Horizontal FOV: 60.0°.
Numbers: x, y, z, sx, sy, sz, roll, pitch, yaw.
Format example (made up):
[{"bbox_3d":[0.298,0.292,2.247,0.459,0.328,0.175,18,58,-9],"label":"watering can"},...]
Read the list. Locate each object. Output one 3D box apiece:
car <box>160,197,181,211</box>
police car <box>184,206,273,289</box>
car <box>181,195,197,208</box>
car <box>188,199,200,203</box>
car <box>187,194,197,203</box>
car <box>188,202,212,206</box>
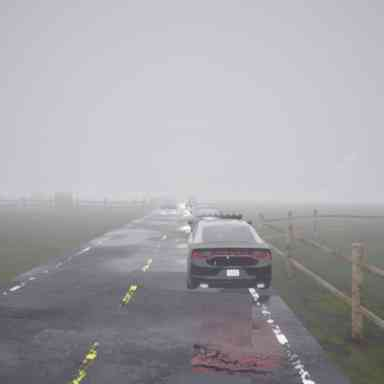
[{"bbox_3d":[-2.740,1.546,40.086,1.994,1.385,4.181,0,0,0],"label":"car"},{"bbox_3d":[0.826,1.421,9.277,1.930,1.638,5.238,0,0,0],"label":"police car"},{"bbox_3d":[0.038,1.526,45.719,2.033,1.411,5.357,0,0,1],"label":"car"},{"bbox_3d":[0.830,1.515,25.167,1.812,1.442,4.674,0,0,0],"label":"car"},{"bbox_3d":[0.016,1.315,66.887,2.097,1.767,4.553,0,0,0],"label":"car"},{"bbox_3d":[0.828,1.517,19.167,1.812,1.442,4.674,0,0,0],"label":"car"}]
